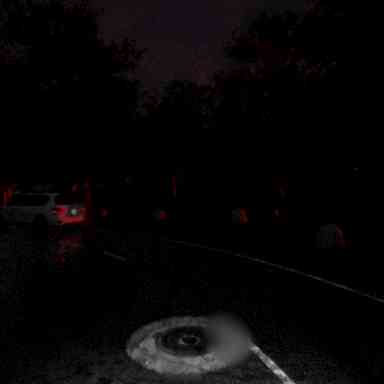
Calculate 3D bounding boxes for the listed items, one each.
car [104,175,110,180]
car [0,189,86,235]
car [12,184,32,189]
[{"bbox_3d":[-23.666,-4.072,90.147,2.128,1.511,4.902,-1,6,8],"label":"car"},{"bbox_3d":[-8.217,1.038,17.752,5.566,2.045,2.150,0,1,28],"label":"car"},{"bbox_3d":[-32.007,-0.980,62.361,1.837,1.490,4.892,-1,6,7],"label":"car"}]
